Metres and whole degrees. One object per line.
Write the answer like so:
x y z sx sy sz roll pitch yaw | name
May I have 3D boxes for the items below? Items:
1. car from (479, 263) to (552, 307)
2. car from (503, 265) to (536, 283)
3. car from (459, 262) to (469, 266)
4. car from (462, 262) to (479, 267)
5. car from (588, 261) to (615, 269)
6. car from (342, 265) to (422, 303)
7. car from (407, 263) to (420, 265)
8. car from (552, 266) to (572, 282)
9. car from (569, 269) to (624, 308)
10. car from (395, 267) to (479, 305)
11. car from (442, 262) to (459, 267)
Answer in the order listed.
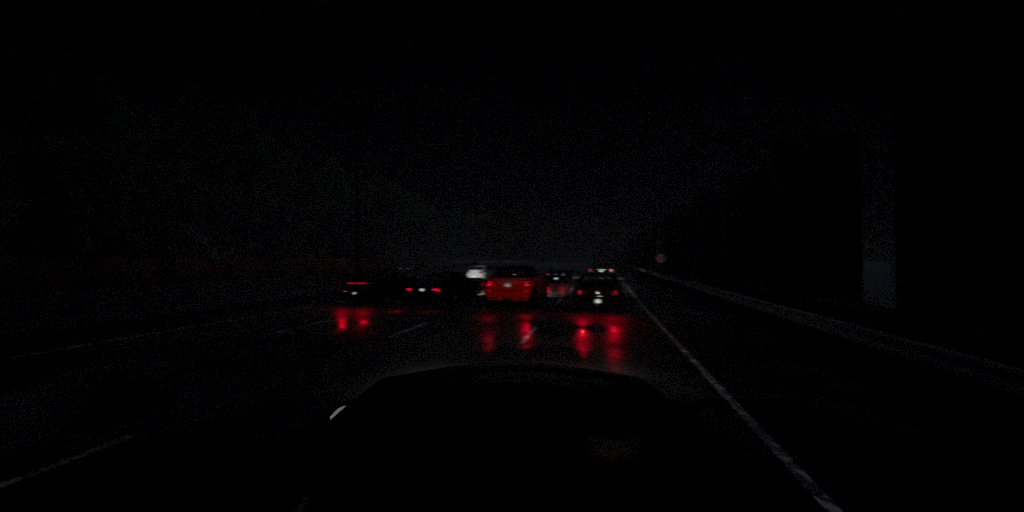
0.338 1.202 16.380 2.097 1.767 4.553 -1 -1 14 | car
0.736 1.525 31.860 1.994 1.385 4.181 -1 0 15 | car
-6.666 1.762 59.724 1.837 1.490 4.892 0 0 14 | car
-2.632 1.536 32.806 1.812 1.442 4.674 -1 0 15 | car
7.443 1.209 29.855 2.097 1.767 4.553 -1 -1 15 | car
-6.399 1.446 18.273 2.128 1.511 4.902 -1 0 14 | car
-17.143 1.883 61.051 1.882 1.535 5.008 -1 0 14 | car
4.066 1.510 30.761 1.895 1.301 4.718 -1 0 15 | car
3.744 1.403 15.561 1.895 1.301 4.718 -1 0 14 | car
-3.080 1.450 17.131 2.033 1.411 5.357 -1 0 14 | car
-10.265 1.832 59.726 1.812 1.442 4.674 -1 0 14 | car
